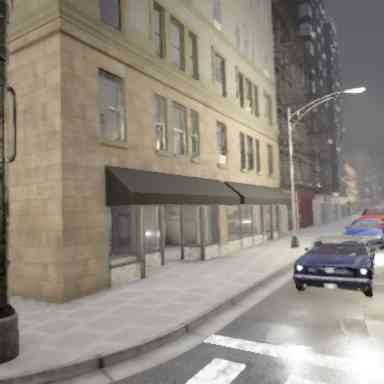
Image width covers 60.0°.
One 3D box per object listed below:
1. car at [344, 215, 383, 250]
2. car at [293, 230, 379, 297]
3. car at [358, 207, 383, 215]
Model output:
[{"bbox_3d":[9.554,2.239,18.304,1.812,1.442,4.674,-4,-4,31],"label":"car"},{"bbox_3d":[4.396,2.028,9.939,1.895,1.301,4.718,-4,-4,29],"label":"car"},{"bbox_3d":[15.086,2.234,27.275,2.150,2.045,5.566,-4,-4,32],"label":"car"}]
